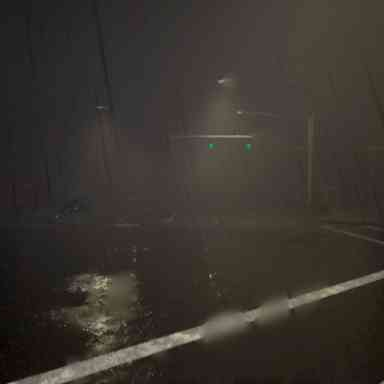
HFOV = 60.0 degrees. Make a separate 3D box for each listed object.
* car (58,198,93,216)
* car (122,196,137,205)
[{"bbox_3d":[-10.496,1.329,30.273,1.812,1.442,4.674,0,0,0],"label":"car"},{"bbox_3d":[-10.498,1.335,56.322,1.882,1.535,5.008,0,0,0],"label":"car"}]
